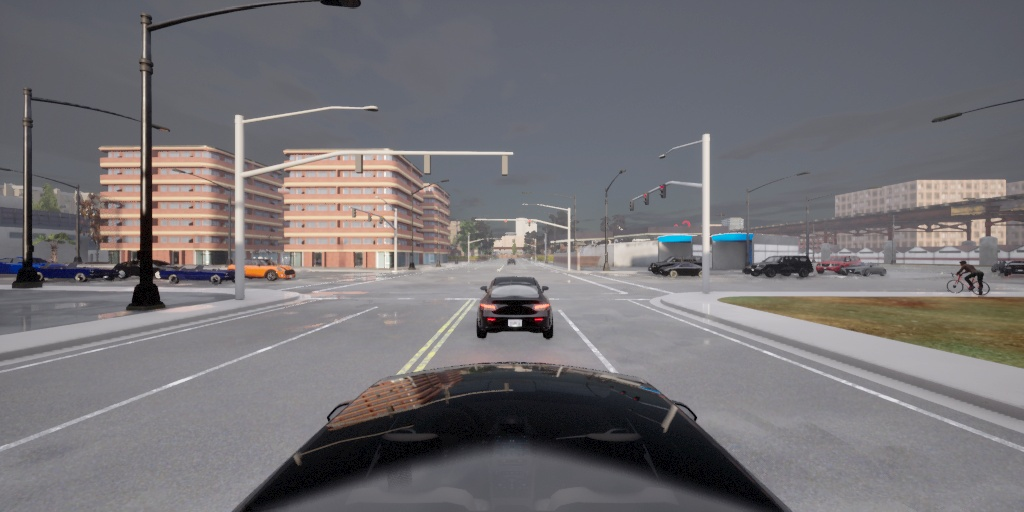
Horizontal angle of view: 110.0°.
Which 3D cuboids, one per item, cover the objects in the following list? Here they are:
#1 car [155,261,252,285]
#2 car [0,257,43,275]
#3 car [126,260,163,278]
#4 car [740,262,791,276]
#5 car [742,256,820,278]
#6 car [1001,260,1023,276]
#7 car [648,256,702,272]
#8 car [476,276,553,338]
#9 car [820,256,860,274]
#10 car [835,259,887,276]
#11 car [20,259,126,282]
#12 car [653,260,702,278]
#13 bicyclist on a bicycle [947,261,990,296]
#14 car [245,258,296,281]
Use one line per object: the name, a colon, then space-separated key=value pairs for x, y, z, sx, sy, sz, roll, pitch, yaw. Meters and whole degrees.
car: x=-20.965 y=1.220 z=24.490 sx=4.718 sy=1.301 sz=1.895 roll=1 pitch=0 yaw=2
car: x=-38.176 y=0.821 z=28.310 sx=5.008 sy=1.535 sz=1.882 roll=1 pitch=0 yaw=1
car: x=-28.243 y=1.021 z=28.122 sx=4.892 sy=1.490 sz=1.837 roll=1 pitch=0 yaw=1
car: x=26.583 y=1.314 z=37.696 sx=4.181 sy=1.385 sz=1.994 roll=0 pitch=0 yaw=-8
car: x=25.449 y=0.971 z=34.037 sx=5.566 sy=2.045 sz=2.150 roll=0 pitch=0 yaw=-5
car: x=50.501 y=1.228 z=35.516 sx=5.008 sy=1.535 sz=1.882 roll=0 pitch=0 yaw=-33
car: x=17.183 y=0.971 z=37.340 sx=5.566 sy=2.045 sz=2.150 roll=0 pitch=0 yaw=1
car: x=0.073 y=1.276 z=10.015 sx=1.812 sy=1.442 sz=4.674 roll=0 pitch=0 yaw=0
car: x=36.621 y=0.971 z=40.073 sx=5.566 sy=2.045 sz=2.150 roll=0 pitch=0 yaw=-22
car: x=35.243 y=1.314 z=35.978 sx=4.181 sy=1.385 sz=1.994 roll=0 pitch=0 yaw=-18
car: x=-30.080 y=1.088 z=24.654 sx=4.718 sy=1.301 sz=1.895 roll=1 pitch=0 yaw=1
car: x=16.096 y=1.314 z=33.906 sx=4.181 sy=1.385 sz=1.994 roll=0 pitch=0 yaw=0
bicyclist on a bicycle: x=21.908 y=1.051 z=17.256 sx=0.582 sy=1.620 sz=1.656 roll=0 pitch=0 yaw=0
car: x=-19.466 y=0.986 z=27.959 sx=4.553 sy=1.767 sz=2.097 roll=1 pitch=0 yaw=1
